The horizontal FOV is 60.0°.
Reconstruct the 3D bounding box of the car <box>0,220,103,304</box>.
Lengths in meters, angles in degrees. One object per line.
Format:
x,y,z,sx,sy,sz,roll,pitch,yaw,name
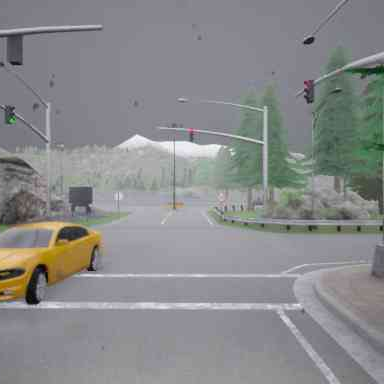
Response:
-3.856,1.524,8.408,1.882,1.535,5.008,-1,-2,5,car

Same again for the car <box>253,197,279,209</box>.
11.099,1.547,47.335,4.553,1.767,2.097,0,0,0,car
